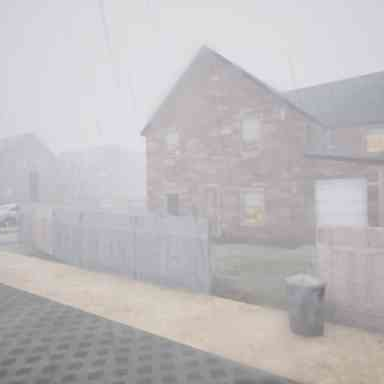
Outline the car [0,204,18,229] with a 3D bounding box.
[{"bbox_3d":[-10.067,1.410,20.161,1.812,1.442,4.674,-2,-1,37],"label":"car"}]
